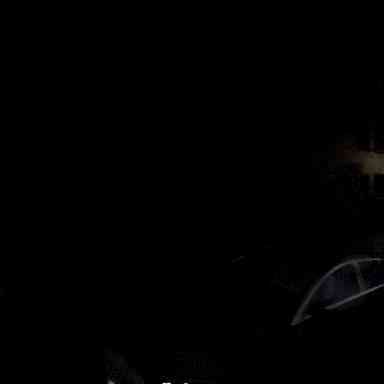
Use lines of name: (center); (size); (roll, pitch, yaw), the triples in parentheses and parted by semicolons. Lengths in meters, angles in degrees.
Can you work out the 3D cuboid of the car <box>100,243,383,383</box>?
car: (1.323, 1.494, 4.320); (4.902, 1.511, 2.128); (0, 0, -35)
